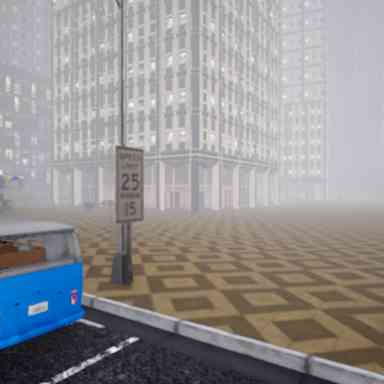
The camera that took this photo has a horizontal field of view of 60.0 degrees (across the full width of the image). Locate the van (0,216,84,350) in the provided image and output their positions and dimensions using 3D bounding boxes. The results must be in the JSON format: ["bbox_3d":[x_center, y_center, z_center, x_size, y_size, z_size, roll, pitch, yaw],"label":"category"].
[{"bbox_3d":[-3.549,1.279,5.422,3.998,1.788,1.690,1,0,34],"label":"van"}]
